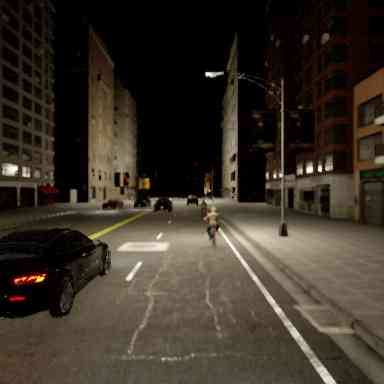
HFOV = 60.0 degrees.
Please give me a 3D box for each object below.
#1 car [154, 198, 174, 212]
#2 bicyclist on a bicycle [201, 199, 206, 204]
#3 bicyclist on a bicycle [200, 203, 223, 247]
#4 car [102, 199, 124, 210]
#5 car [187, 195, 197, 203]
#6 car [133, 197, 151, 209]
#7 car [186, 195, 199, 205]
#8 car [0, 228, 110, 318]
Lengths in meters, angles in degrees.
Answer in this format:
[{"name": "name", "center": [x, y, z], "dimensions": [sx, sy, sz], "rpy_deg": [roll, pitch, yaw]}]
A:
[{"name": "car", "center": [-3.147, 1.434, 37.222], "dimensions": [1.812, 1.442, 4.674], "rpy_deg": [0, 0, 0]}, {"name": "bicyclist on a bicycle", "center": [0.894, 1.390, 25.013], "dimensions": [0.582, 1.620, 1.656], "rpy_deg": [0, 0, 0]}, {"name": "bicyclist on a bicycle", "center": [0.882, 1.402, 13.770], "dimensions": [0.866, 1.612, 1.509], "rpy_deg": [0, 0, 0]}, {"name": "car", "center": [-9.835, 1.498, 41.613], "dimensions": [1.895, 1.301, 4.718], "rpy_deg": [0, 0, 0]}, {"name": "car", "center": [0.006, 1.364, 68.282], "dimensions": [1.812, 1.442, 4.674], "rpy_deg": [0, 0, 0]}, {"name": "car", "center": [-6.580, 1.395, 44.075], "dimensions": [1.837, 1.490, 4.892], "rpy_deg": [0, 1, 0]}, {"name": "car", "center": [0.097, 1.360, 54.096], "dimensions": [2.128, 1.511, 4.902], "rpy_deg": [0, 0, 0]}, {"name": "car", "center": [-3.150, 1.507, 7.273], "dimensions": [1.812, 1.442, 4.674], "rpy_deg": [0, 0, 0]}]
